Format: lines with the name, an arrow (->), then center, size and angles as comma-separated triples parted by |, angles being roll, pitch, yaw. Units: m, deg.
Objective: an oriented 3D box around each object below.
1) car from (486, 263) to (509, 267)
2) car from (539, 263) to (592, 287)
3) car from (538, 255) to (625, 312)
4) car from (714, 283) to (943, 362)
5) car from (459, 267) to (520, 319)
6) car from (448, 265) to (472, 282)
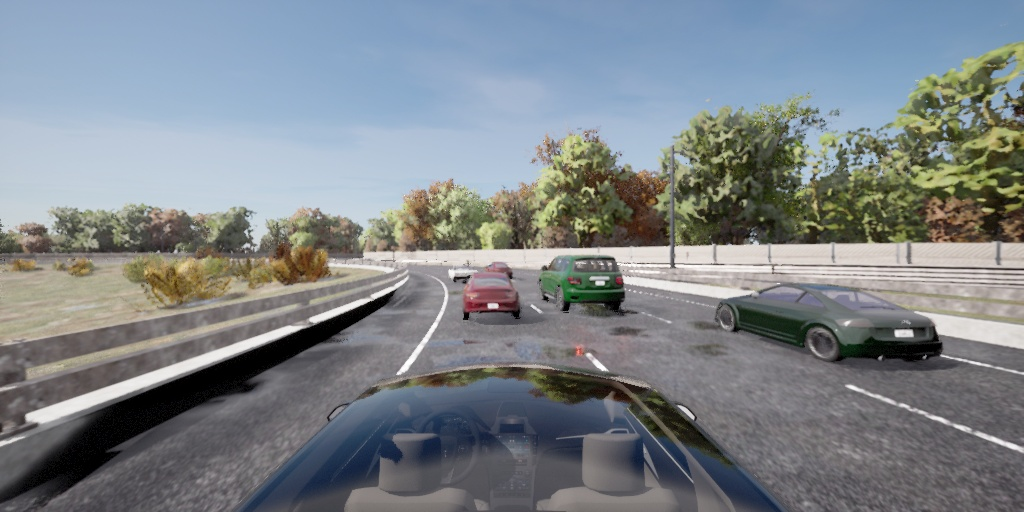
car -> -1.271, 1.306, 31.873 | 1.812, 1.442, 4.674 | 0, 0, -16
car -> 3.785, 1.315, 26.539 | 2.033, 1.411, 5.357 | 0, 0, -13
car -> 2.553, 0.980, 14.421 | 2.150, 2.045, 5.566 | 0, 0, -7
car -> 6.665, 1.309, 8.213 | 1.994, 1.385, 4.181 | 0, 0, -4
car -> -0.800, 1.287, 12.762 | 1.812, 1.442, 4.674 | 0, 0, -6
car -> -4.025, 1.383, 28.901 | 1.895, 1.301, 4.718 | 0, 0, -15
